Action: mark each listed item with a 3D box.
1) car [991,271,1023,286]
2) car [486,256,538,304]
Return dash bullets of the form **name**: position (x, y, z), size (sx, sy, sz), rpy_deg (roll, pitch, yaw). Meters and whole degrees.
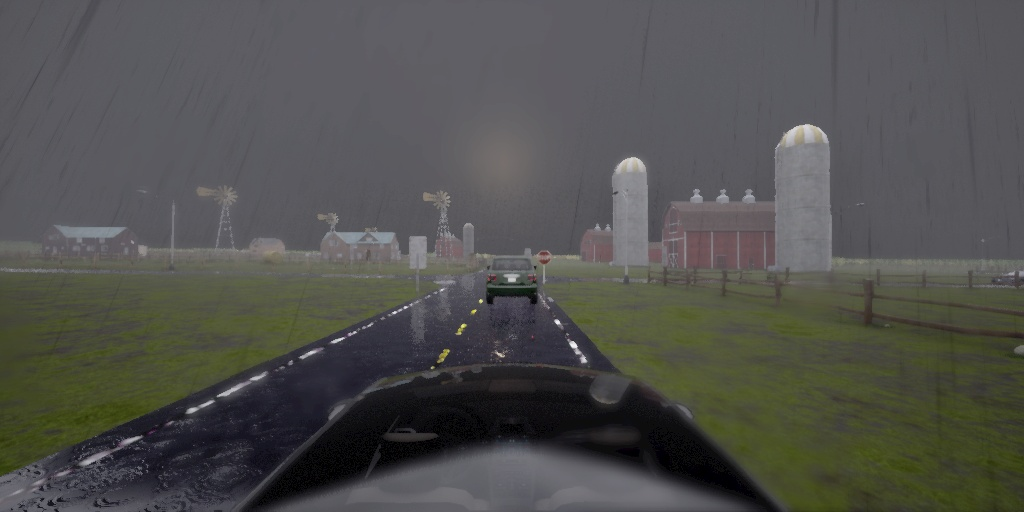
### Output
- **car**: position (49.114, 2.138, 34.394), size (4.674, 1.442, 1.812), rpy_deg (1, -1, 0)
- **car**: position (-0.001, 1.012, 16.530), size (2.150, 2.045, 5.566), rpy_deg (0, 0, 0)
